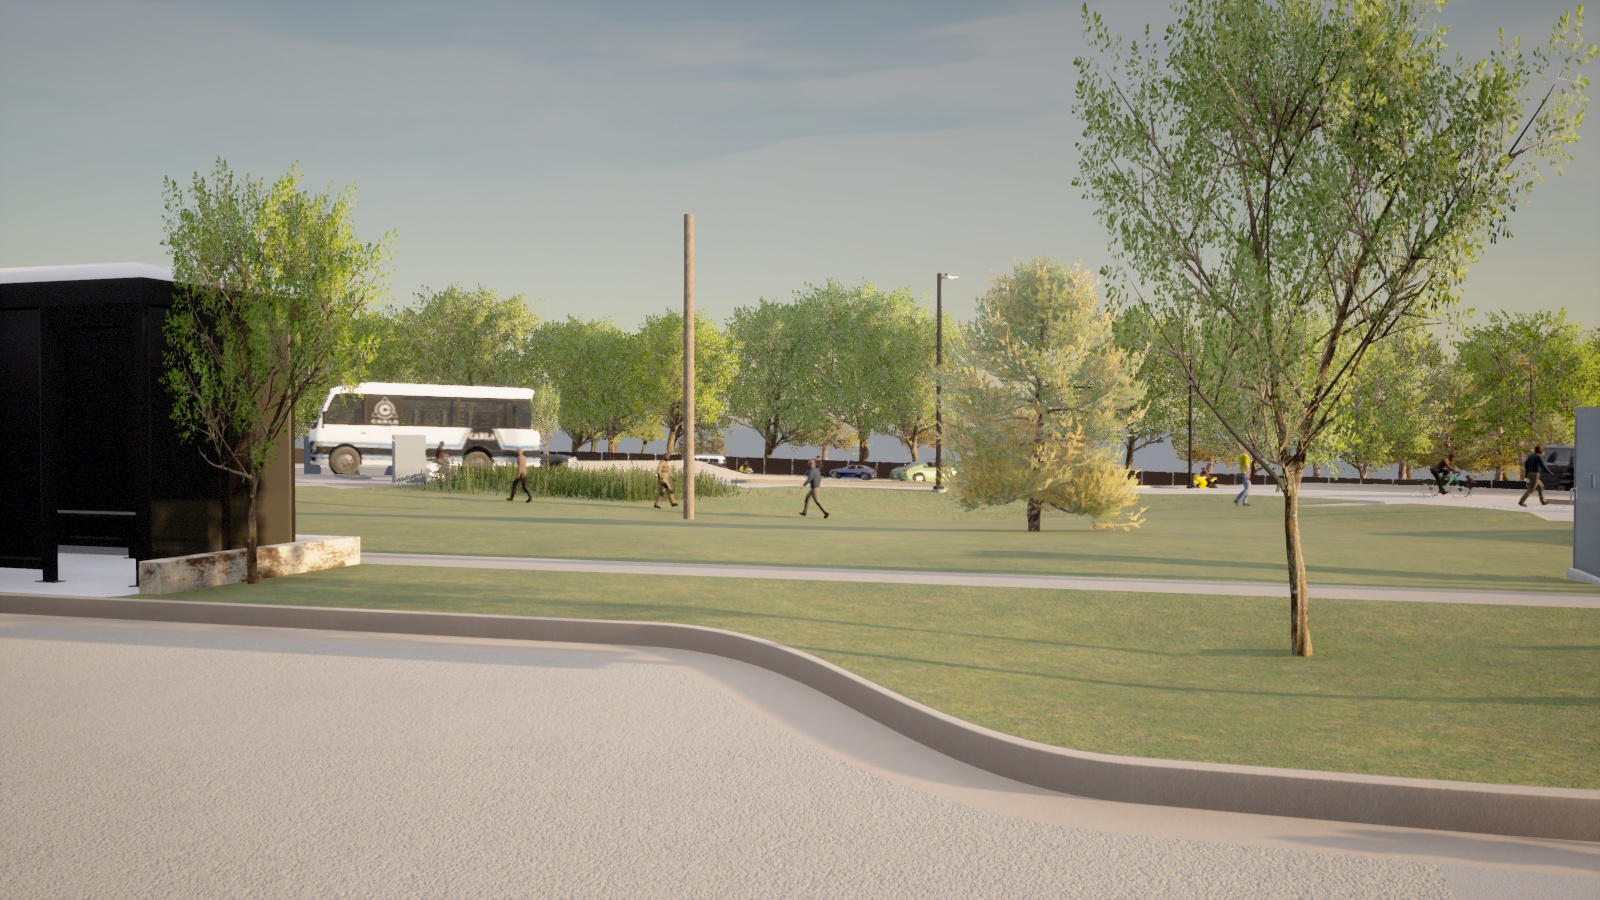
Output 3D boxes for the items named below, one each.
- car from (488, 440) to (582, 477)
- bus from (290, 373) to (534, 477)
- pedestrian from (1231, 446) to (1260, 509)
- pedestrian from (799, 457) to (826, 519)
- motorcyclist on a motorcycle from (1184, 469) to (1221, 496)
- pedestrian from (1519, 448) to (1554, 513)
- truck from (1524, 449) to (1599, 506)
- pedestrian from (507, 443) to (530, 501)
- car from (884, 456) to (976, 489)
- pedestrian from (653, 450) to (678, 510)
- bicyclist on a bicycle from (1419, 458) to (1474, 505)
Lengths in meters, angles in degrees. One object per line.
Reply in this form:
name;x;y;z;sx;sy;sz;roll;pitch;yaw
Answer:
car;-14.060;0.465;66.750;4.605;1.855;1.932;1;-1;-3
bus;-17.725;-1.017;57.490;10.273;4.253;3.944;2;-1;-21
pedestrian;13.033;0.800;36.743;0.706;1.836;0.354;1;1;11
pedestrian;0.386;1.155;38.369;0.726;1.842;0.402;1;1;17
motorcyclist on a motorcycle;24.548;1.985;76.552;2.044;1.523;0.797;5;-2;-26
pedestrian;21.027;0.861;35.858;0.726;1.835;0.370;1;1;4
truck;51.248;1.827;81.501;7.936;3.462;2.891;2;1;-20
pedestrian;-9.136;0.716;40.781;0.634;1.846;0.331;1;1;21
car;6.921;1.216;66.824;4.514;1.525;2.007;4;-4;-29
pedestrian;-4.360;0.957;40.682;0.692;1.930;0.396;1;1;16
bicyclist on a bicycle;23.486;1.135;45.633;1.656;1.620;0.582;2;1;33
